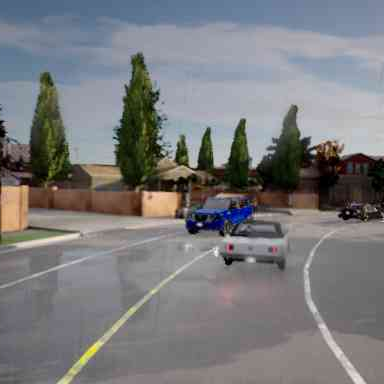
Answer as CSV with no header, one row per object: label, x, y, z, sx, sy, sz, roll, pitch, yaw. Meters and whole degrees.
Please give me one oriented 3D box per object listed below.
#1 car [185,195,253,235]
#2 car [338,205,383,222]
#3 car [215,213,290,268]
car,1.740,1.288,19.019,2.150,2.045,5.566,0,0,30
car,14.607,1.781,28.487,5.357,1.411,2.033,1,-1,-38
car,2.381,1.646,11.543,1.895,1.301,4.718,0,0,18
